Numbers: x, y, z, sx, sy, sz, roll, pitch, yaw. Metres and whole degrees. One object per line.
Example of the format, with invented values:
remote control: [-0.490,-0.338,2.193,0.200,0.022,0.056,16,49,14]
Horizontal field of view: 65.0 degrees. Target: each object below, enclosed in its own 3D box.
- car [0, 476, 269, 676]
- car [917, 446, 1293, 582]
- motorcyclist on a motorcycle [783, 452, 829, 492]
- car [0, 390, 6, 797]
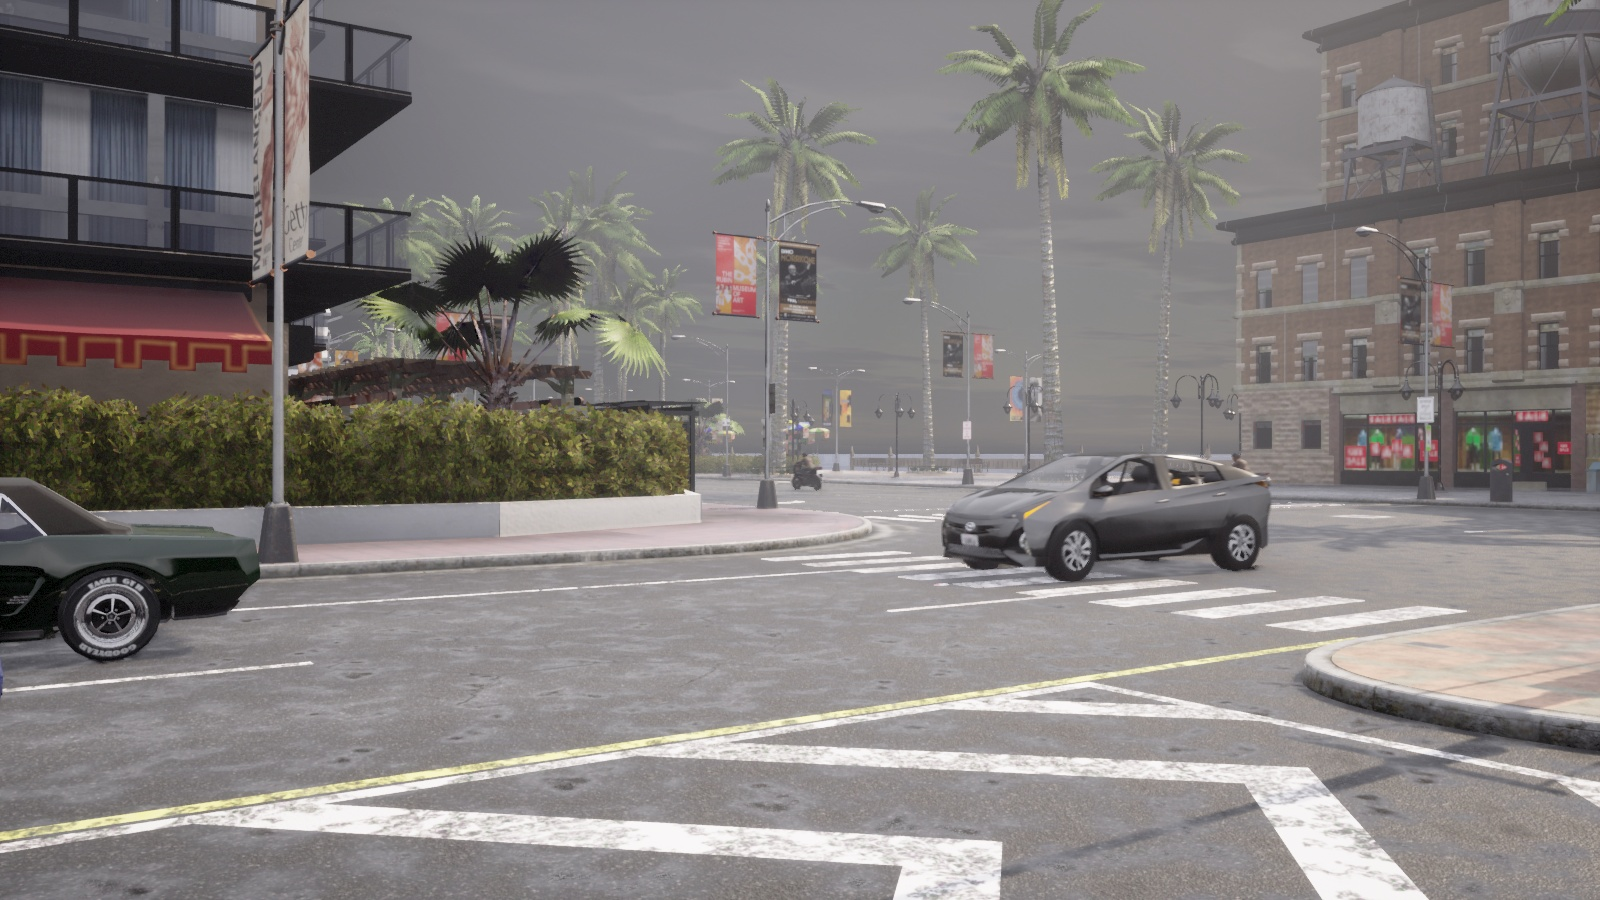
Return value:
car: [-6.481,0.881,8.894,4.718,1.301,1.895,0,0,-35]
car: [3.931,0.723,16.051,4.514,1.525,2.007,0,0,-30]
motorcyclist on a motorcycle: [0.214,0.847,49.493,0.797,1.523,2.044,0,0,-34]
car: [-5.925,0.628,5.020,4.553,1.767,2.097,0,0,-35]
